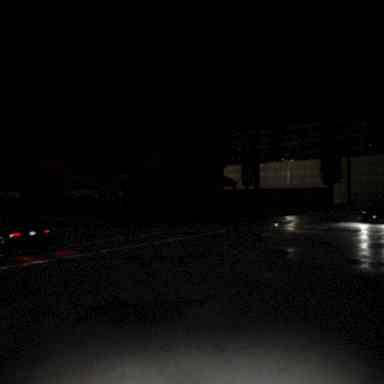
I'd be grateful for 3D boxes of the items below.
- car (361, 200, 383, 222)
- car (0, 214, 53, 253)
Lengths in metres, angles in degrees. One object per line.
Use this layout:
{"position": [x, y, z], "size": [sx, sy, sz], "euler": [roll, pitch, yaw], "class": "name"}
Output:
{"position": [13.339, 1.301, 23.275], "size": [1.812, 1.442, 4.674], "euler": [-1, 0, 41], "class": "car"}
{"position": [-8.166, 1.694, 14.473], "size": [5.357, 1.411, 2.033], "euler": [-1, 0, 38], "class": "car"}
